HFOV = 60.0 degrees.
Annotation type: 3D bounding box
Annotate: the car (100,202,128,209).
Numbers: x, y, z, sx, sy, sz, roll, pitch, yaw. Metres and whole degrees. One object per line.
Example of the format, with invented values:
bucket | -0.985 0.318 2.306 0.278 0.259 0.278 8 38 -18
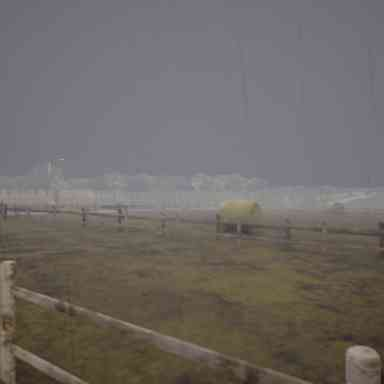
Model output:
car | -13.336 2.340 56.931 1.895 1.301 4.718 1 -1 36
